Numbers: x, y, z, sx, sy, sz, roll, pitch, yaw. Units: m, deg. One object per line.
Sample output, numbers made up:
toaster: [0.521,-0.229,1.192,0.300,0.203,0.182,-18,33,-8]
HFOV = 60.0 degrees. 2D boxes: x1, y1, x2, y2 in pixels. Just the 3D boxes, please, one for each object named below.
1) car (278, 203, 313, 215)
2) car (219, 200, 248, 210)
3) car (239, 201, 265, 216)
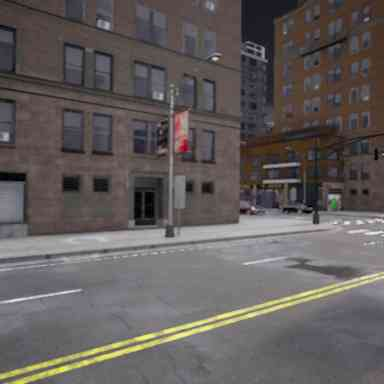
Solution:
car: [12.291,1.911,39.468,1.947,1.339,4.313,1,-1,-35]
car: [5.943,1.925,48.480,1.802,1.307,4.206,1,-1,-35]
car: [5.731,1.673,34.849,1.967,1.590,4.097,1,-1,-35]
